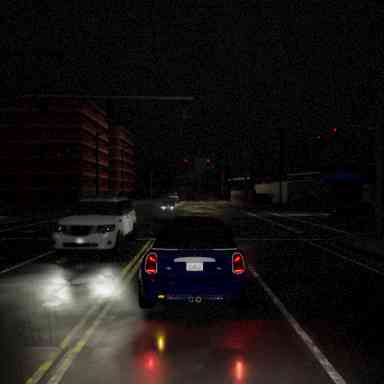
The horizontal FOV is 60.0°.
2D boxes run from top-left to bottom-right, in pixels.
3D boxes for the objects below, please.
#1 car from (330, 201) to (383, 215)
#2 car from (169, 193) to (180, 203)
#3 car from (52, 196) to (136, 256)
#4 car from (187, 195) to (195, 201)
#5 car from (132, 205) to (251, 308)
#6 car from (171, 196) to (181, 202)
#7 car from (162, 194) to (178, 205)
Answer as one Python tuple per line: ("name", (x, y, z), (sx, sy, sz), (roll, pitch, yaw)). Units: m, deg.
("car", (16.390, 1.601, 33.161), (4.718, 1.301, 1.895), (0, 0, 0))
("car", (-3.692, 1.222, 65.162), (2.150, 2.045, 5.566), (0, 0, 0))
("car", (-3.631, 1.221, 13.525), (2.150, 2.045, 5.566), (0, 0, 0))
("car", (-0.189, 1.500, 81.242), (1.837, 1.490, 4.892), (0, 0, 0))
("car", (0.056, 1.352, 8.074), (2.097, 1.767, 4.553), (0, 0, 0))
("car", (-3.676, 1.540, 75.889), (2.033, 1.411, 5.357), (0, 0, 0))
("car", (-3.719, 1.547, 53.458), (2.033, 1.411, 5.357), (0, 0, 0))
